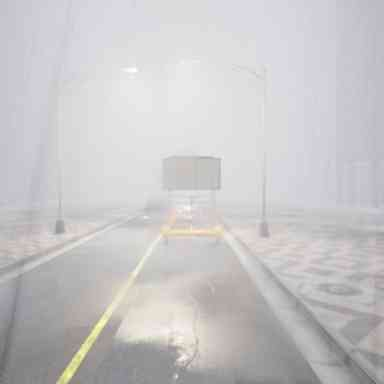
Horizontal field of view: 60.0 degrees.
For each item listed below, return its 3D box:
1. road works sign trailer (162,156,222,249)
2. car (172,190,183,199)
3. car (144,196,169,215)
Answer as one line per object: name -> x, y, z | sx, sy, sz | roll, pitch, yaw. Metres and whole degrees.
road works sign trailer -> -0.003, 0.312, 13.796 | 2.380, 3.560, 2.880 | 0, 1, 0
car -> -3.014, 0.447, 71.420 | 2.150, 2.045, 5.566 | 0, 1, 0
car -> -3.103, 1.150, 30.091 | 1.882, 1.535, 5.008 | 0, 1, 0
